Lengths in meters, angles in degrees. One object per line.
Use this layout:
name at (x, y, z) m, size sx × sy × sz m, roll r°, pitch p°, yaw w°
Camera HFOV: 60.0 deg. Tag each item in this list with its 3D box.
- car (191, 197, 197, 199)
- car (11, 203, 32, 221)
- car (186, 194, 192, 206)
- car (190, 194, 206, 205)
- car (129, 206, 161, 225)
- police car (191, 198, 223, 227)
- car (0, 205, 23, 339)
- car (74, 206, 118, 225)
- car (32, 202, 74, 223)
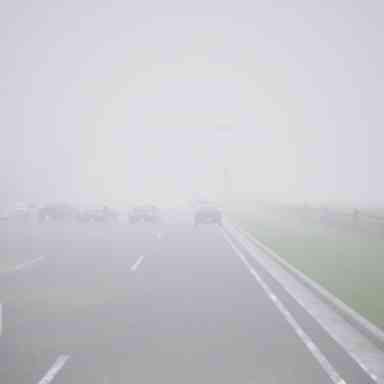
car at (1.053, 1.597, 33.310) m, size 1.837 × 1.490 × 4.892 m, roll 0°, pitch 0°, yaw 0°
car at (-13.897, 1.602, 27.471) m, size 1.812 × 1.442 × 4.674 m, roll 0°, pitch 0°, yaw 0°
car at (0.006, 1.632, 56.265) m, size 1.882 × 1.535 × 5.008 m, roll 0°, pitch 0°, yaw 0°
car at (1.053, 1.459, 39.281) m, size 2.097 × 1.767 × 4.553 m, roll 0°, pitch 0°, yaw 0°
car at (-3.398, 1.670, 24.983) m, size 1.895 × 1.301 × 4.718 m, roll 0°, pitch 0°, yaw 0°
police car at (1.052, 1.490, 23.420) m, size 1.930 × 1.638 × 5.238 m, roll 0°, pitch 0°, yaw 0°
car at (-3.399, 1.227, 1.718) m, size 2.150 × 2.045 × 5.566 m, roll 0°, pitch 0°, yaw 0°
car at (-6.897, 1.670, 24.983) m, size 1.895 × 1.301 × 4.718 m, roll 0°, pitch 0°, yaw 0°
car at (-10.398, 1.578, 26.326) m, size 1.837 × 1.490 × 4.892 m, roll 0°, pitch 0°, yaw 0°
